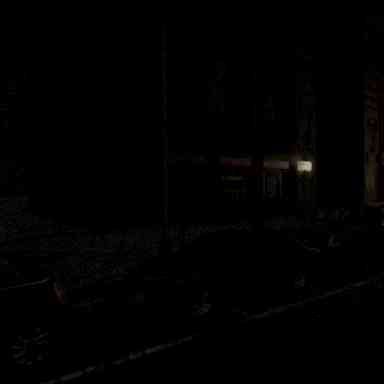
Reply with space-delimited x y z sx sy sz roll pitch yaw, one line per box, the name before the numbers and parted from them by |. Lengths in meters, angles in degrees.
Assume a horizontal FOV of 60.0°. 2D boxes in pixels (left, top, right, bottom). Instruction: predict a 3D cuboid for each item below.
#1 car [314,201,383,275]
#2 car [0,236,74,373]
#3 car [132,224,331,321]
car | 5.408 1.252 10.501 5.009 1.841 2.192 0 0 -35
car | -3.713 1.445 3.996 4.097 1.590 1.967 0 0 -35
car | 0.848 1.537 7.249 4.313 1.339 1.947 0 0 -35
